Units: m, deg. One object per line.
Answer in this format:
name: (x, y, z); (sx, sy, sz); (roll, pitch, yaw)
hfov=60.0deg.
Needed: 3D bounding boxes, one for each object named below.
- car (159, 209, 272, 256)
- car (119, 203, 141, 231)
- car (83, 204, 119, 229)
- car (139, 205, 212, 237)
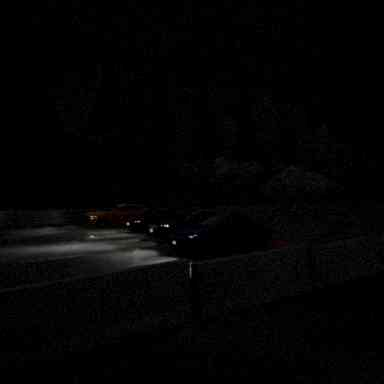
car: (1.263, 1.584, 13.442); (4.674, 1.442, 1.812); (1, 0, -35)
car: (-1.587, 1.567, 19.998); (4.892, 1.490, 1.837); (1, 0, -35)
car: (-4.643, 1.520, 22.125); (5.008, 1.535, 1.882); (1, 0, -35)
car: (0.118, 1.556, 16.917); (4.902, 1.511, 2.128); (1, 0, -35)
